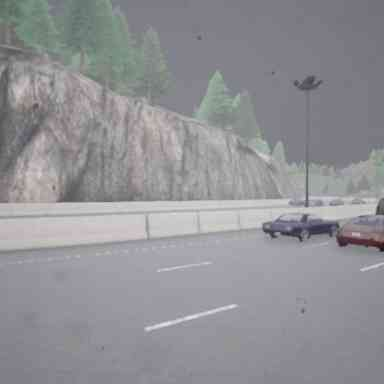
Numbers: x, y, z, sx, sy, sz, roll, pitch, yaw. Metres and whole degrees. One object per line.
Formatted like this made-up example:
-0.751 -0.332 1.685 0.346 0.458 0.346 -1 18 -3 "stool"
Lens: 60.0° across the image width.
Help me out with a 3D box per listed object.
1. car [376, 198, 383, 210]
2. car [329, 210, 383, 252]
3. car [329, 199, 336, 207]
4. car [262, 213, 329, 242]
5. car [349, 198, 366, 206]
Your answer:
17.125 1.496 27.694 5.566 2.045 2.150 1 0 -45 "car"
8.199 1.706 14.772 4.181 1.385 1.994 1 0 -40 "car"
25.994 2.026 59.862 1.837 1.490 4.892 0 0 36 "car"
5.817 1.739 17.341 4.718 1.301 1.895 1 0 -40 "car"
28.575 1.881 57.485 2.097 1.767 4.553 0 0 36 "car"
